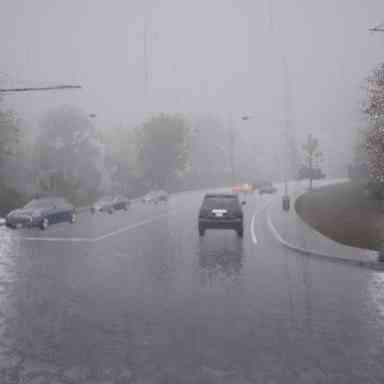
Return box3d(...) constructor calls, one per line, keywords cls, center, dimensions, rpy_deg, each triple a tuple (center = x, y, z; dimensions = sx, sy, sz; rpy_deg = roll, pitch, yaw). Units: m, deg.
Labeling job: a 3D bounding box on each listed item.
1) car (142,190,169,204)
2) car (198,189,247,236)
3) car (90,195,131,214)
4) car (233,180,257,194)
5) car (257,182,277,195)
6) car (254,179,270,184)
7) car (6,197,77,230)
box3d(cls="car", center=(-4.188, 0.543, 38.656), dimensions=(2.128, 1.511, 4.902), rpy_deg=(0, 3, 17))
box3d(cls="car", center=(1.653, 1.059, 17.574), dimensions=(2.150, 2.045, 5.566), rpy_deg=(0, 1, 9))
box3d(cls="car", center=(-6.972, 1.024, 28.790), dimensions=(2.128, 1.511, 4.902), rpy_deg=(0, 2, 13))
box3d(cls="car", center=(7.543, -0.494, 49.231), dimensions=(2.097, 1.767, 4.553), rpy_deg=(0, 4, 27))
box3d(cls="car", center=(11.183, -0.307, 48.742), dimensions=(1.895, 1.301, 4.718), rpy_deg=(0, 4, 27))
box3d(cls="car", center=(12.293, -1.325, 58.314), dimensions=(2.150, 2.045, 5.566), rpy_deg=(0, 4, 31))
box3d(cls="car", center=(-8.775, 1.149, 19.765), dimensions=(2.097, 1.767, 4.553), rpy_deg=(0, 1, 10))
